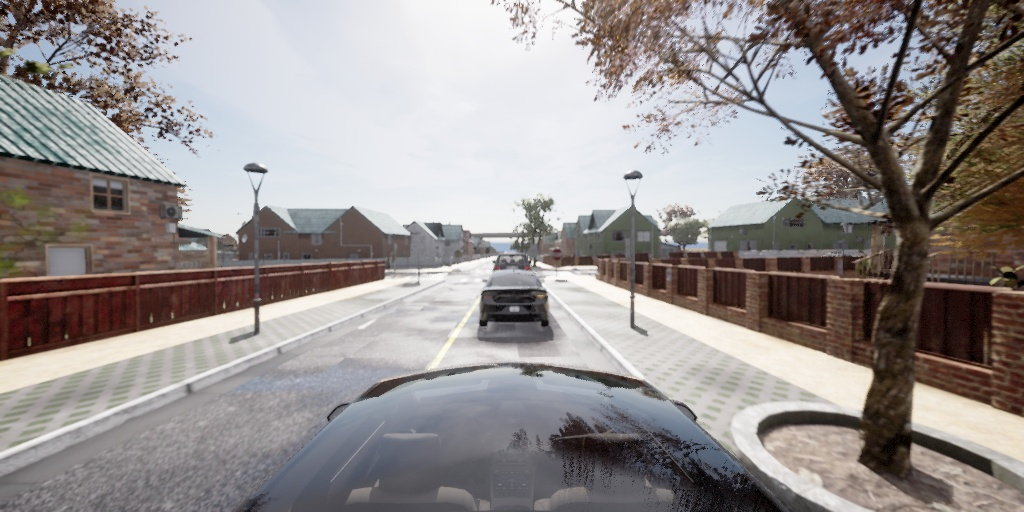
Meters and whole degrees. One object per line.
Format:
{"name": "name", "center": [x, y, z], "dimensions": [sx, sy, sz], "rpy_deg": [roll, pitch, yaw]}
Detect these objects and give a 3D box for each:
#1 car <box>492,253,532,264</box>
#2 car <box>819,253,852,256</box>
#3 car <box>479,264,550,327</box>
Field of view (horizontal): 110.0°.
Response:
{"name": "car", "center": [0.003, 0.822, 21.171], "dimensions": [2.150, 2.045, 5.566], "rpy_deg": [0, 0, 0]}
{"name": "car", "center": [30.949, 0.412, 34.750], "dimensions": [4.674, 1.442, 1.812], "rpy_deg": [-1, 2, -1]}
{"name": "car", "center": [0.053, 1.154, 11.287], "dimensions": [1.882, 1.535, 5.008], "rpy_deg": [0, 0, 0]}
